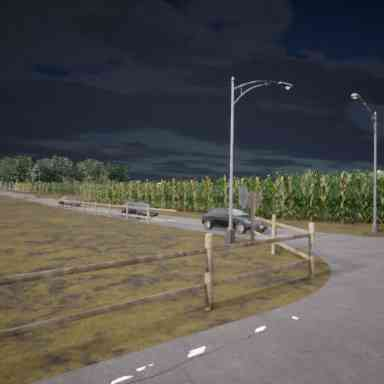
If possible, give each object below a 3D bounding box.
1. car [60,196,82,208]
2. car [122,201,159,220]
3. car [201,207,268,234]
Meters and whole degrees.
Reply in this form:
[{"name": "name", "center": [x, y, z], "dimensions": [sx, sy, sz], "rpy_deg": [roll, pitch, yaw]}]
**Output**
[{"name": "car", "center": [-17.763, 1.377, 48.714], "dimensions": [2.097, 1.767, 4.553], "rpy_deg": [2, 0, -35]}, {"name": "car", "center": [-4.780, 1.648, 30.318], "dimensions": [1.837, 1.490, 4.892], "rpy_deg": [2, 0, -35]}, {"name": "car", "center": [2.446, 1.670, 20.246], "dimensions": [1.812, 1.442, 4.674], "rpy_deg": [2, -1, -37]}]
